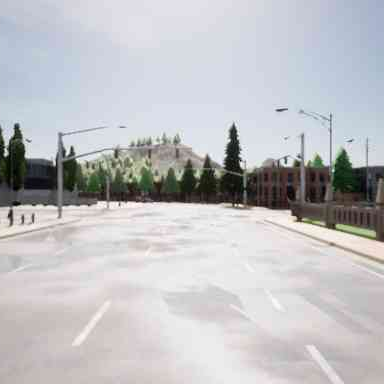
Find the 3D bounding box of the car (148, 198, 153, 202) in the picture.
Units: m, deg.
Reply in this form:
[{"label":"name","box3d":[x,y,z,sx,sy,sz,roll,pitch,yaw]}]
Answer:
[{"label":"car","box3d":[-12.412,2.383,93.619,1.837,1.490,4.892,0,-1,-38]}]

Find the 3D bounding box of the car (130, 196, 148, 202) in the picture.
[{"label":"car","box3d":[-15.152,2.093,91.444,2.150,2.045,5.566,0,-1,-38]}]
